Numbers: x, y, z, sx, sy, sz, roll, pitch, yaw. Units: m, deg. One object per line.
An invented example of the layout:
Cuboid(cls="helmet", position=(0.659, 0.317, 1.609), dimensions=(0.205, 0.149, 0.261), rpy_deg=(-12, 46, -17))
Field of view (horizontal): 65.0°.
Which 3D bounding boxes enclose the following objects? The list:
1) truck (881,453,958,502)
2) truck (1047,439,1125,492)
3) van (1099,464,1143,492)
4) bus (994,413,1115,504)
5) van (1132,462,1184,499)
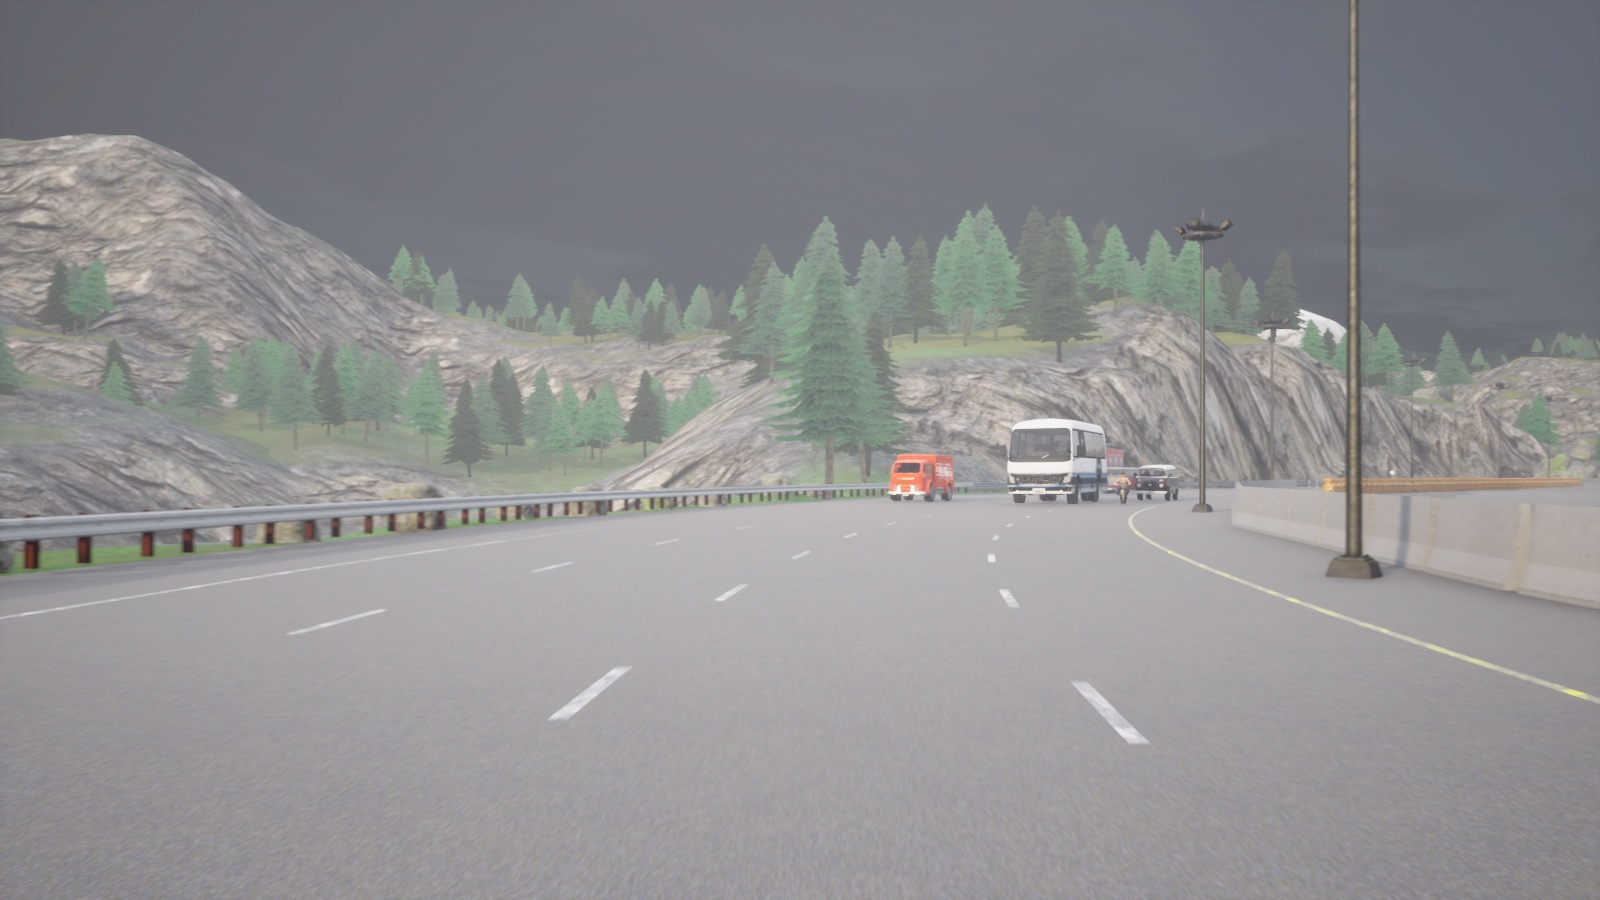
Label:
Cuboid(cls="truck", position=(6.350, 1.418, 65.970), dimensions=(2.627, 2.467, 5.204), rpy_deg=(-1, -1, 22))
Cuboid(cls="truck", position=(21.756, 1.200, 95.188), dimensions=(2.891, 3.827, 8.468), rpy_deg=(-1, -1, 33))
Cuboid(cls="van", position=(23.249, 2.045, 90.967), dimensions=(1.775, 1.987, 4.442), rpy_deg=(-1, -1, 33))
Cuboid(cls="bus", position=(13.275, 0.492, 64.523), dimensions=(3.944, 4.253, 10.273), rpy_deg=(-1, -1, 23))
Cuboid(cls="van", position=(20.449, 1.698, 71.624), dimensions=(2.069, 2.038, 4.480), rpy_deg=(-1, -1, 26))
